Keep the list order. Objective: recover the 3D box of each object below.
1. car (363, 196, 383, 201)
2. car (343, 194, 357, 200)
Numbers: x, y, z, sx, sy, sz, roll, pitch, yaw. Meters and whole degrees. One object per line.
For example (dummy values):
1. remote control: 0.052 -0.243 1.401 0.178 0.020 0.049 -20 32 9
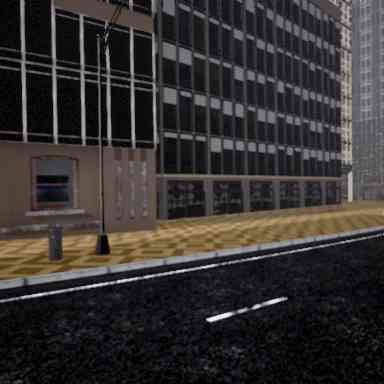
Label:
1. car: 38.507 1.207 70.505 1.802 1.307 4.206 -1 1 -41
2. car: 34.797 1.144 74.810 1.947 1.339 4.313 -1 1 -41
